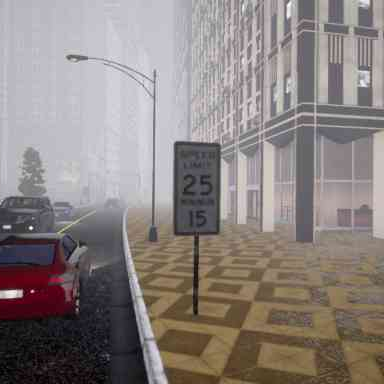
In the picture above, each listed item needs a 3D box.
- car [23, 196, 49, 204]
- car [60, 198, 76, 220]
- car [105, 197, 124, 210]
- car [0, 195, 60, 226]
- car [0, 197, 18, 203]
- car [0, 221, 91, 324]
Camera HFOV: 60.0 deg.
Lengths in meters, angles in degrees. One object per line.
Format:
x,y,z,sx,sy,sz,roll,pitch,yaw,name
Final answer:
-32.390,1.658,69.197,4.403,1.369,2.008,0,1,1,car
-10.797,1.511,27.591,1.812,1.442,4.674,1,0,-11,car
-10.494,1.530,44.206,1.837,1.490,4.892,1,0,-9,car
-8.752,1.202,17.471,2.150,2.045,5.566,1,0,-12,car
-43.424,1.815,77.861,4.313,1.339,1.947,0,1,1,car
-3.290,1.568,7.152,1.994,1.385,4.181,1,0,-13,car
